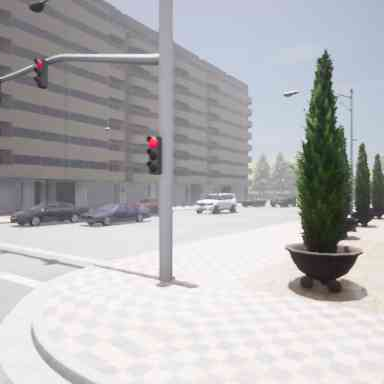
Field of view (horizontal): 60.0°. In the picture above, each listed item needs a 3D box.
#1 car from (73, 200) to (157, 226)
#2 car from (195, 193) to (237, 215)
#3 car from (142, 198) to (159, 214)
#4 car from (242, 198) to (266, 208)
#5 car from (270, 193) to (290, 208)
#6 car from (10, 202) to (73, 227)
[{"bbox_3d":[-5.143,1.493,23.099,2.033,1.411,5.357,0,0,36],"label":"car"},{"bbox_3d":[2.534,1.169,33.689,2.150,2.045,5.566,0,0,36],"label":"car"},{"bbox_3d":[-3.928,1.300,30.765,2.097,1.767,4.553,0,0,36],"label":"car"},{"bbox_3d":[9.013,1.547,48.388,1.895,1.301,4.718,0,0,37],"label":"car"},{"bbox_3d":[13.357,1.152,48.363,2.150,2.045,5.566,0,0,36],"label":"car"},{"bbox_3d":[-9.725,1.451,22.677,1.837,1.490,4.892,0,0,35],"label":"car"}]
